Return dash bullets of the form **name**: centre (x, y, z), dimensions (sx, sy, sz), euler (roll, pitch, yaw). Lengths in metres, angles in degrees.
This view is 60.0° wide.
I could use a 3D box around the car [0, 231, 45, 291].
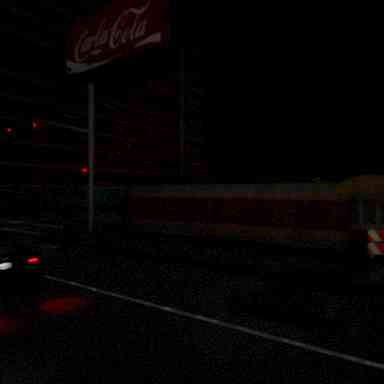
- **car**: centre (-5.758, 1.518, 8.076), dimensions (5.357, 1.411, 2.033), euler (0, 0, 36)
